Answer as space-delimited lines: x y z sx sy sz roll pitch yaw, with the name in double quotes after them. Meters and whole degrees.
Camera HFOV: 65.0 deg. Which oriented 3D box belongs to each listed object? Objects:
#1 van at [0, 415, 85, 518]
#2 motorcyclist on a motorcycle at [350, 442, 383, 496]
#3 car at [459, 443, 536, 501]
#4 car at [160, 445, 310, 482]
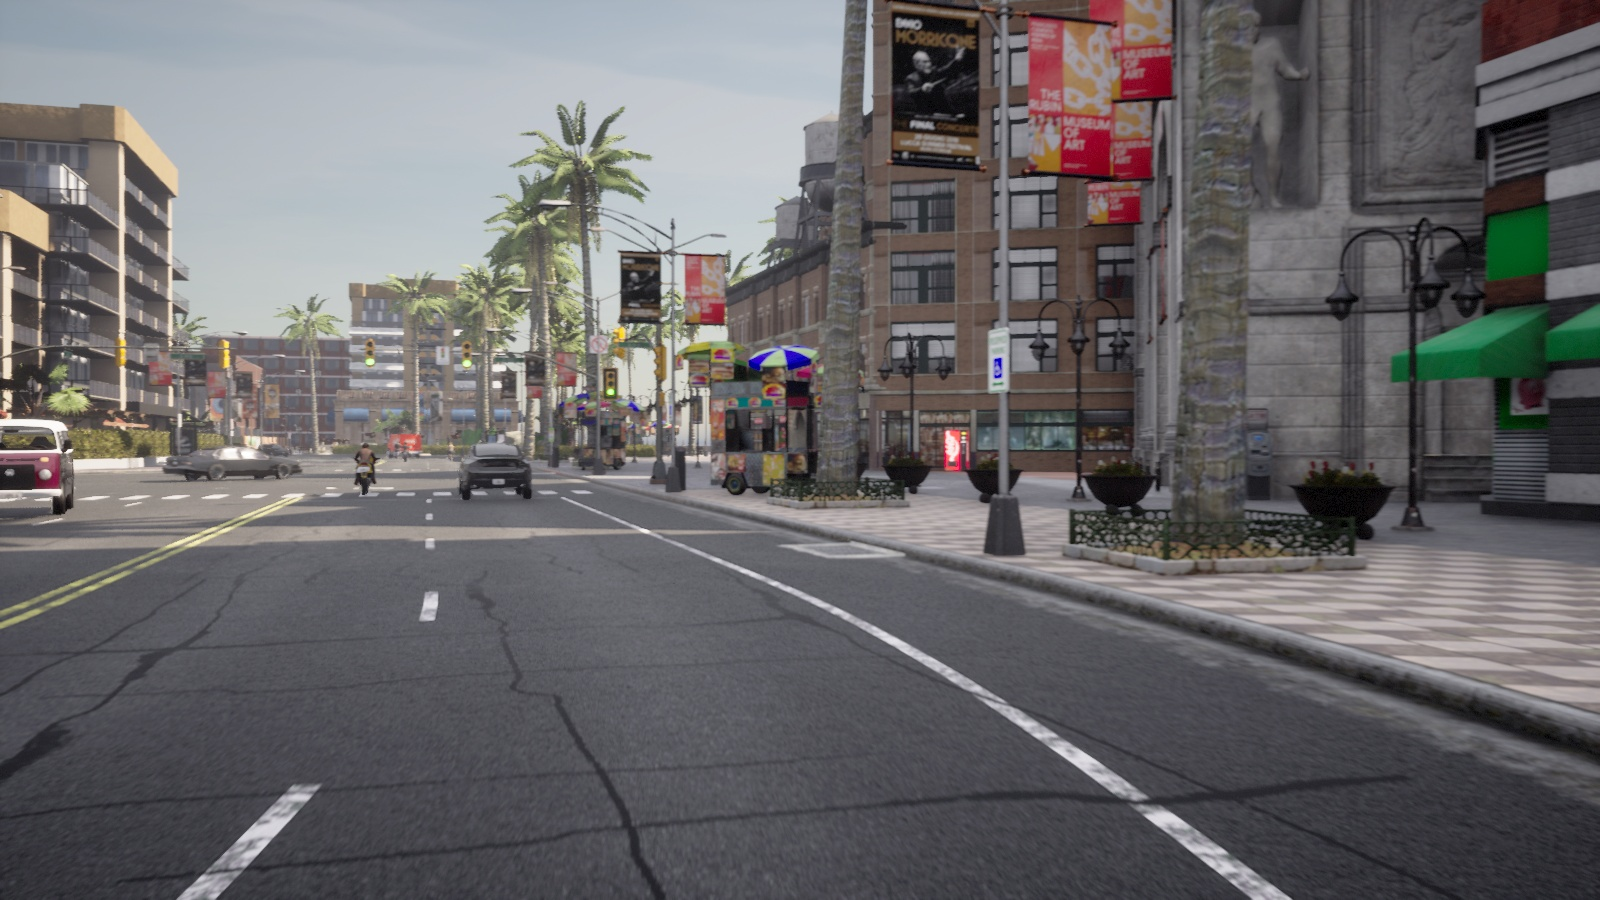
-16.682 0.317 26.954 2.069 2.038 4.480 -1 1 -26 "van"
-12.498 0.524 36.225 0.797 1.523 2.044 0 0 -16 "motorcyclist on a motorcycle"
-8.547 0.552 35.204 1.837 1.490 4.892 0 0 -16 "car"
-23.041 0.503 51.430 2.033 1.411 5.357 0 0 33 "car"
